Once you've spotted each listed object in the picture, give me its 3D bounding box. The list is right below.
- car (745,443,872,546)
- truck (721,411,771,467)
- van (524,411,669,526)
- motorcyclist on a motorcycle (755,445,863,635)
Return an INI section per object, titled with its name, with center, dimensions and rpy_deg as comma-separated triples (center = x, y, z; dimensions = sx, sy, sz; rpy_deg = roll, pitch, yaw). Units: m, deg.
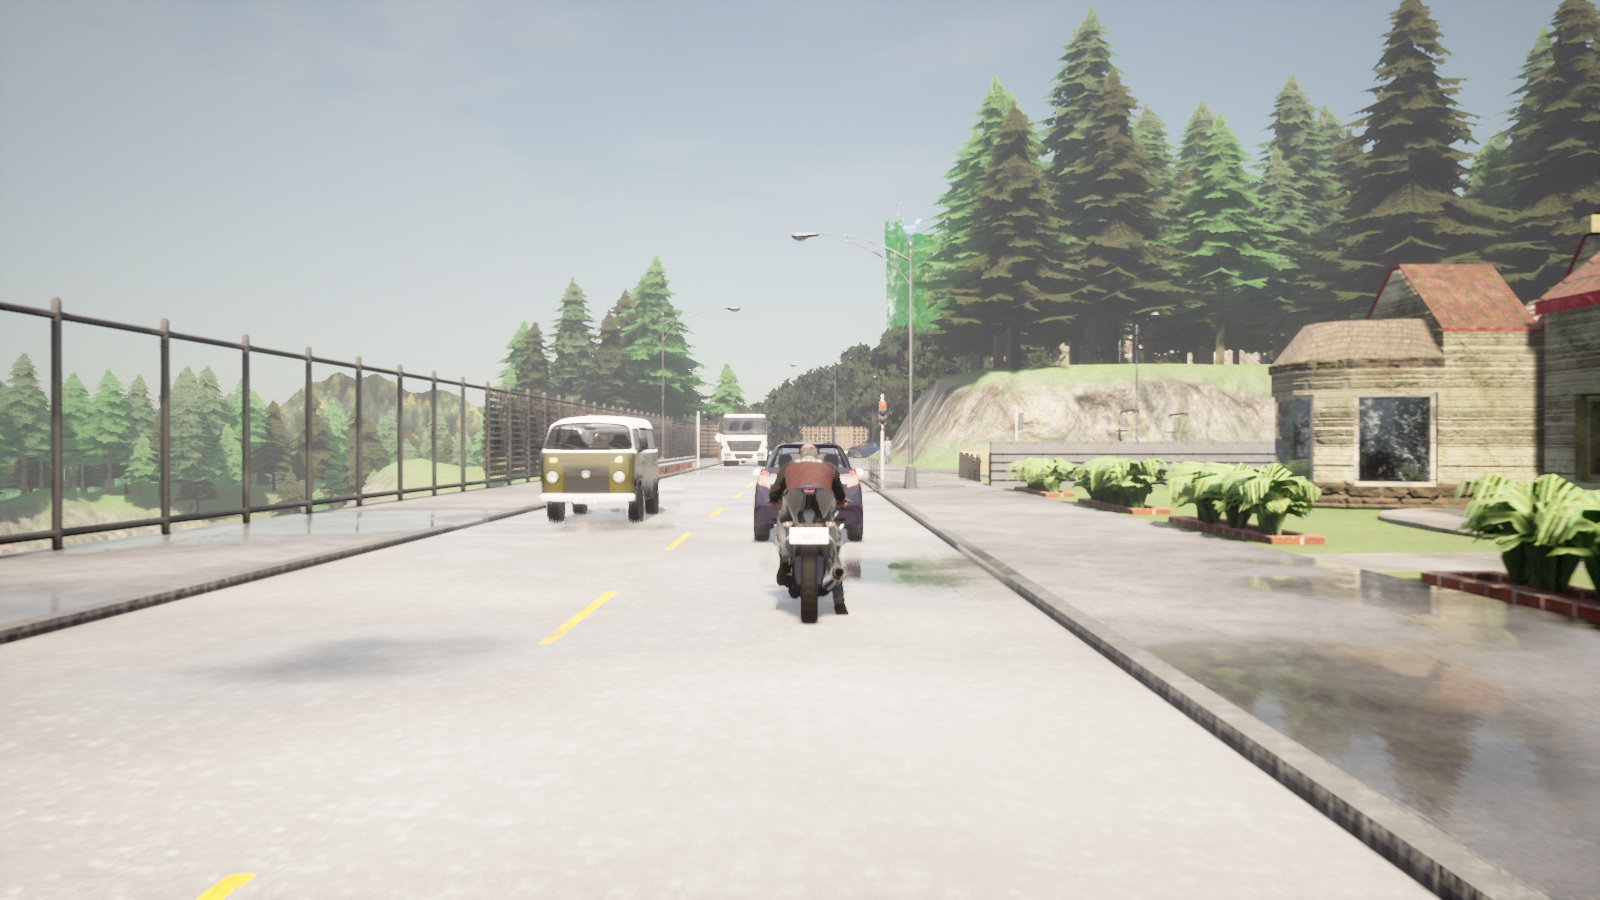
[car]
center = 0.133, 0.647, 20.153
dimensions = 1.845, 1.501, 3.633
rpy_deg = 0, 0, 0
[truck]
center = -3.485, -0.704, 82.582
dimensions = 2.891, 3.462, 7.936
rpy_deg = 0, 0, 0
[van]
center = -3.841, 0.331, 24.494
dimensions = 2.069, 2.038, 4.480
rpy_deg = 0, 0, 0
[motorcyclist on a motorcycle]
center = 0.079, 0.718, 11.199
dimensions = 0.866, 1.530, 2.191
rpy_deg = 0, 0, 0
